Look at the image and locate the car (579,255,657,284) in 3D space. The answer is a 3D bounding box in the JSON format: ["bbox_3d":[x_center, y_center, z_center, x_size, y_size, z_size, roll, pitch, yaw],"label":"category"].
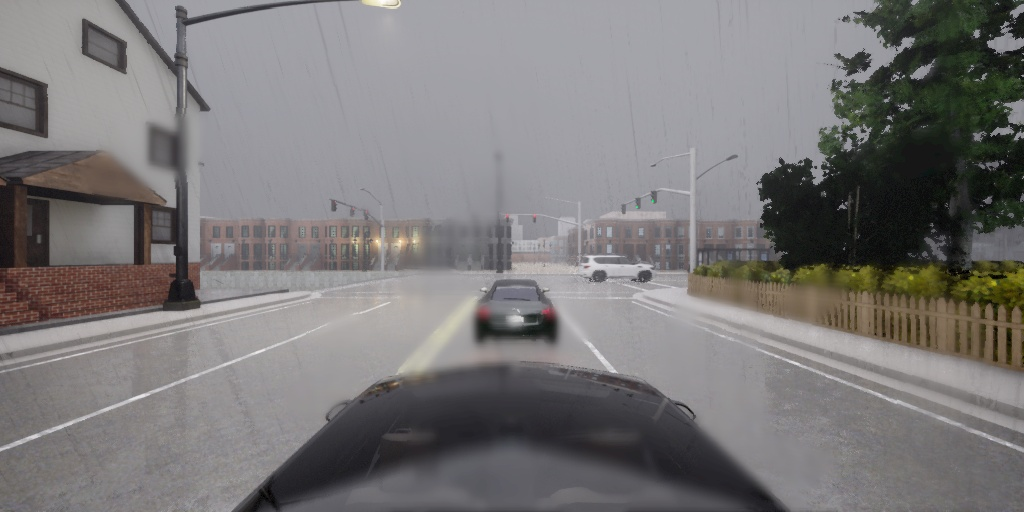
[{"bbox_3d":[7.879,0.971,26.970,5.566,2.045,2.150,0,0,0],"label":"car"}]

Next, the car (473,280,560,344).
[{"bbox_3d":[0.101,1.314,9.569,1.994,1.385,4.181,0,0,0],"label":"car"}]
